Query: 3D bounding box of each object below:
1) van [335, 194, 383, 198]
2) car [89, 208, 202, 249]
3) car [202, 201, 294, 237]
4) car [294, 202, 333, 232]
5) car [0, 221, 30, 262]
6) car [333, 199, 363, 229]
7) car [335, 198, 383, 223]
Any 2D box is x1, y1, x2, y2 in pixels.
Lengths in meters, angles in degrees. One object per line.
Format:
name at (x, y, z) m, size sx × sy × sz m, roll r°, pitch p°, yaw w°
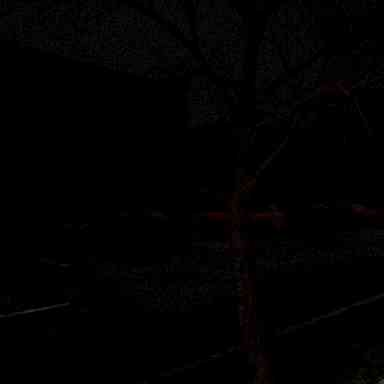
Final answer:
van at (12.834, 1.141, 24.295) m, size 4.442 × 1.987 × 1.878 m, roll -1°, pitch -1°, yaw 37°
car at (-2.334, 1.440, 14.320) m, size 5.008 × 1.535 × 2.097 m, roll -1°, pitch 0°, yaw 35°
car at (2.678, 1.291, 17.703) m, size 4.553 × 1.767 × 2.185 m, roll -1°, pitch 0°, yaw 36°
car at (5.183, 1.406, 19.390) m, size 4.892 × 1.521 × 2.231 m, roll -1°, pitch 0°, yaw 36°
car at (-7.294, 1.464, 10.877) m, size 5.008 × 1.535 × 2.097 m, roll -1°, pitch -1°, yaw 34°
car at (7.689, 1.393, 21.073) m, size 5.008 × 1.535 × 2.097 m, roll -1°, pitch -1°, yaw 36°
car at (10.063, 1.380, 22.823) m, size 5.366 × 1.575 × 1.946 m, roll -1°, pitch 0°, yaw 37°
